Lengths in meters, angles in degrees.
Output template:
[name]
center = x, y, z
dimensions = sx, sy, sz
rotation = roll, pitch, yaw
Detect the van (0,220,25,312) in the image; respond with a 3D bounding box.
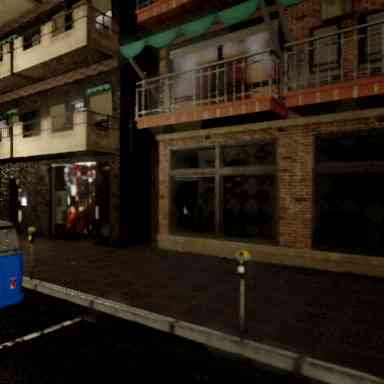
[van]
center = -4.883, 1.340, 6.350
dimensions = 3.998, 1.788, 1.690
rotation = 0, 0, 35
